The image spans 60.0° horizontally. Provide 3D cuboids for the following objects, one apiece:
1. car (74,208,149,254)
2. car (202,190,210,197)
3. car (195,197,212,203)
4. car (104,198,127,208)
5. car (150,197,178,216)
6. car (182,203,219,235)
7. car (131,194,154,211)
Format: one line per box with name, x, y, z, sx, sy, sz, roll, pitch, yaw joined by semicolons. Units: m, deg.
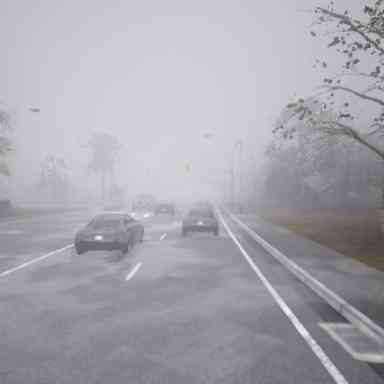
car;-3.170;1.554;13.513;1.994;1.385;4.181;0;0;1
car;3.790;0.915;87.882;2.097;1.767;4.553;0;2;3
car;1.199;1.544;35.828;1.994;1.385;4.181;0;0;3
car;-9.201;1.536;40.320;1.837;1.490;4.892;0;0;3
car;-2.470;1.458;32.321;1.882;1.535;5.008;0;0;3
car;0.492;1.554;18.902;1.994;1.385;4.181;0;0;2
car;-5.707;1.250;40.112;2.150;2.045;5.566;0;0;3
